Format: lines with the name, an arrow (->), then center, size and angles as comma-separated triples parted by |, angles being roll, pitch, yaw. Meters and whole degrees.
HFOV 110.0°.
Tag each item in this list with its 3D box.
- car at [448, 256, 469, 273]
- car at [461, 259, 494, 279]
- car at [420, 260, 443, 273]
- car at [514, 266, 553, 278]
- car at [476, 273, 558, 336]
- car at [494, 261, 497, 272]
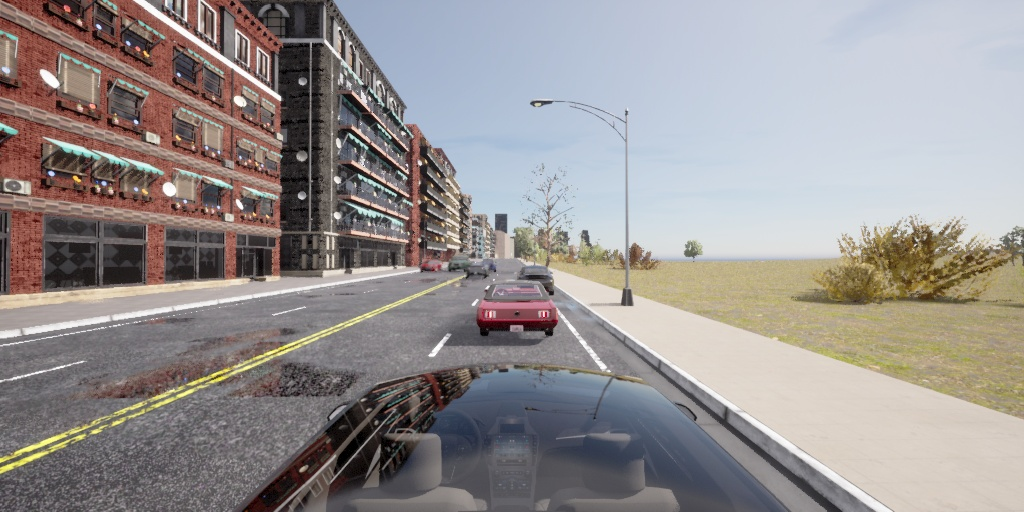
car -> -6.454, 0.973, 44.215 | 2.150, 2.045, 5.566 | 0, 0, 0
car -> -3.043, 1.240, 32.766 | 2.128, 1.511, 4.902 | 0, 0, 0
car -> -9.706, 1.229, 43.389 | 1.882, 1.535, 5.008 | 0, 0, 0
car -> 1.198, 1.257, 19.537 | 1.837, 1.490, 4.892 | 0, 0, 0
car -> 0.128, 1.352, 10.336 | 1.895, 1.301, 4.718 | 0, 0, 0
car -> -2.995, 1.103, 45.472 | 2.097, 1.767, 4.553 | 0, 0, -1
